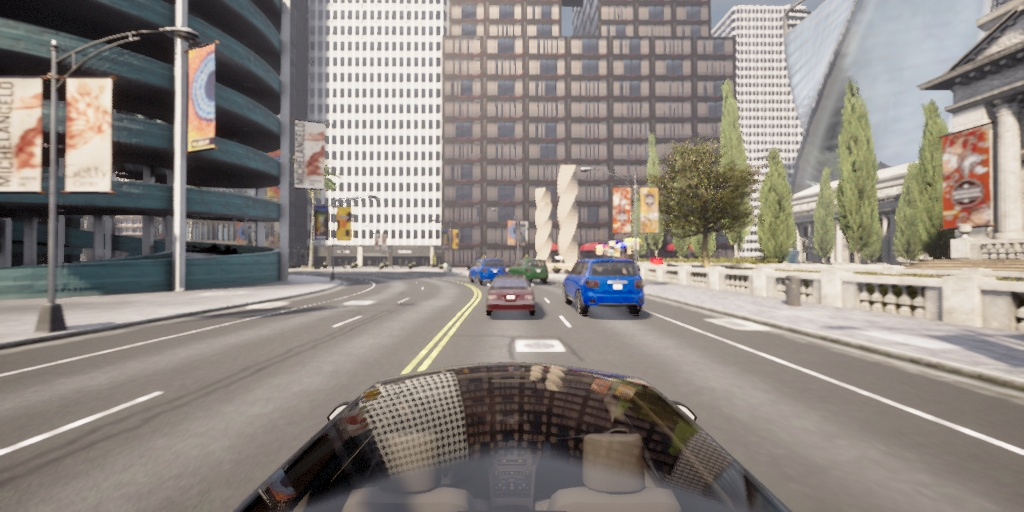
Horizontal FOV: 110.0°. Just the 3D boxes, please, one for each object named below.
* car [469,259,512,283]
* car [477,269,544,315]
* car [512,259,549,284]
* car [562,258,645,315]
[{"bbox_3d":[-2.092,1.278,29.661,2.150,2.045,5.566,0,0,-18],"label":"car"},{"bbox_3d":[-0.063,1.435,14.360,2.033,1.411,5.357,0,-1,-1],"label":"car"},{"bbox_3d":[1.258,1.289,30.672,2.150,2.045,5.566,0,0,-18],"label":"car"},{"bbox_3d":[3.435,1.113,14.405,2.150,2.045,5.566,0,0,0],"label":"car"}]
